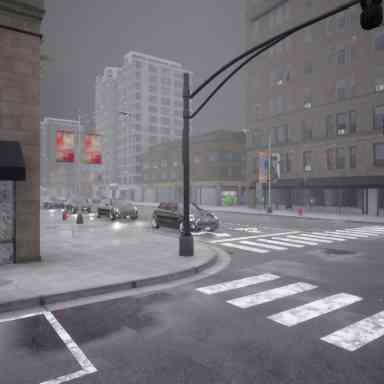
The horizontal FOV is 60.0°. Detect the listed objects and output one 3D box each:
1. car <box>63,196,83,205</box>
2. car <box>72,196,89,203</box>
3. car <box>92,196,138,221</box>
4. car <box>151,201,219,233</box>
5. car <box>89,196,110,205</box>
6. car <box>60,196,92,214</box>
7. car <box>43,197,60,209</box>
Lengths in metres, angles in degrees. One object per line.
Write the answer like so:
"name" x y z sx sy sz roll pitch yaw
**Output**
"car" -21.393 1.450 59.649 2.033 1.411 5.357 0 0 -36
"car" -22.228 1.452 66.335 1.994 1.385 4.181 0 0 -36
"car" -6.179 1.317 27.155 2.097 1.767 4.553 0 0 -36
"car" -0.496 1.332 19.293 2.097 1.767 4.553 0 0 -36
"car" -16.144 1.410 57.920 1.837 1.490 4.892 0 0 -36
"car" -12.237 1.454 35.549 1.837 1.490 4.892 0 0 -36
"car" -18.296 1.439 43.998 1.837 1.490 4.892 0 0 -35
